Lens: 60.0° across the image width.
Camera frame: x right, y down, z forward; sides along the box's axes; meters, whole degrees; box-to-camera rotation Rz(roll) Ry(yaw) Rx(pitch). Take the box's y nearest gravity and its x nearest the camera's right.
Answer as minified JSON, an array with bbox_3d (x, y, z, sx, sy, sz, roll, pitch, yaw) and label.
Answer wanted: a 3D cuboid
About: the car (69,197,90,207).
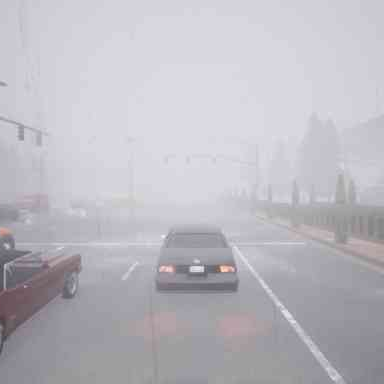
[{"bbox_3d":[-17.629,1.526,52.249,1.812,1.442,4.674,0,0,0],"label":"car"}]

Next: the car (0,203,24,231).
[{"bbox_3d":[-6.909,1.352,9.183,2.097,1.767,4.553,0,0,0],"label":"car"}]

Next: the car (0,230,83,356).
[{"bbox_3d":[-3.405,1.601,5.519,1.895,1.301,4.718,0,0,0],"label":"car"}]

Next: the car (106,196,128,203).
[{"bbox_3d":[-14.097,1.548,62.642,2.033,1.411,5.357,0,0,0],"label":"car"}]

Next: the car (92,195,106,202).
[{"bbox_3d":[-21.072,1.478,75.463,1.882,1.535,5.008,0,0,0],"label":"car"}]

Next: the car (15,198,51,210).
[{"bbox_3d":[-21.202,1.547,44.660,2.033,1.411,5.357,0,0,2],"label":"car"}]

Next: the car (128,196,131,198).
[{"bbox_3d":[-14.072,1.595,75.440,1.895,1.301,4.718,0,0,0],"label":"car"}]

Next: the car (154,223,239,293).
[{"bbox_3d":[0.091,1.547,8.974,2.033,1.411,5.357,0,0,0],"label":"car"}]

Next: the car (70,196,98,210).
[{"bbox_3d":[-14.141,1.601,43.070,1.895,1.301,4.718,0,0,0],"label":"car"}]

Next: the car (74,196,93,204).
[{"bbox_3d":[-21.071,1.548,64.959,2.033,1.411,5.357,0,0,0],"label":"car"}]

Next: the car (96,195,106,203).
[{"bbox_3d":[-17.565,1.478,67.380,1.882,1.535,5.008,0,0,0],"label":"car"}]

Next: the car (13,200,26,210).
[{"bbox_3d":[-14.124,1.526,23.778,1.812,1.442,4.674,0,0,0],"label":"car"}]

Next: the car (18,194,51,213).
[{"bbox_3d":[-17.637,1.223,36.787,2.150,2.045,5.566,0,0,0],"label":"car"}]
